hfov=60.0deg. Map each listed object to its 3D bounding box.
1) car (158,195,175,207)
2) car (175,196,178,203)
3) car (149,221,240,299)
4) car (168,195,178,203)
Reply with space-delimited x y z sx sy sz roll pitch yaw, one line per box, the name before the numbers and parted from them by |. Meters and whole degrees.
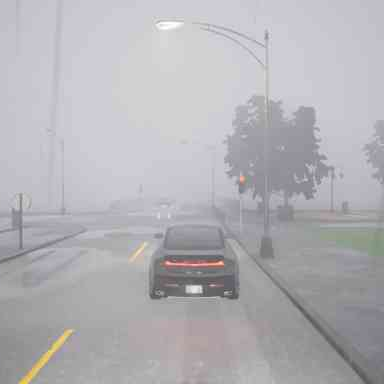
car | -4.120 1.505 50.844 1.837 1.490 4.892 0 0 0
car | -4.100 1.601 60.237 1.895 1.301 4.718 0 0 0
car | 0.056 1.505 8.411 1.837 1.490 4.892 0 0 0
car | -4.035 1.500 70.451 1.837 1.490 4.892 0 0 0
